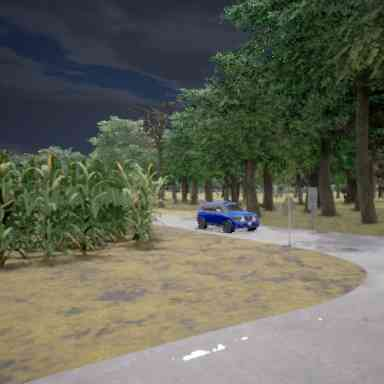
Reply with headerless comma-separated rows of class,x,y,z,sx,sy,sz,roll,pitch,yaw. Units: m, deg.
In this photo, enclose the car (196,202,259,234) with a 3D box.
car,2.370,1.752,23.807,2.150,2.045,5.566,-1,-1,-29
